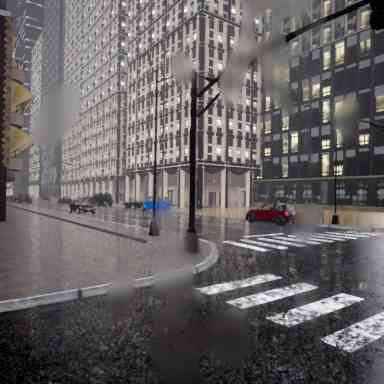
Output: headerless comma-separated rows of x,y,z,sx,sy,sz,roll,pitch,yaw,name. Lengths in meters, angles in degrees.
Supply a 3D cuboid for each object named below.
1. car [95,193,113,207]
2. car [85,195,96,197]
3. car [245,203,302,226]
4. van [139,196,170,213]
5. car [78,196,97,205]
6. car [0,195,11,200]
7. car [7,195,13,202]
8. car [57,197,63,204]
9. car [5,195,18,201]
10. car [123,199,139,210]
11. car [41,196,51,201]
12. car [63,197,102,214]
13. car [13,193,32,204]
-14.490,1.256,53.140,2.150,2.045,5.566,1,-1,-35,car
-17.302,1.514,51.886,2.033,1.411,5.357,1,-1,-35,car
5.742,1.505,23.926,1.967,1.590,4.097,1,-1,-35,car
-4.068,1.382,37.743,1.690,1.788,3.998,1,-1,-35,van
-18.499,1.526,58.843,1.837,1.490,4.892,1,-1,-35,car
-46.784,1.366,83.413,1.752,1.417,4.829,1,-1,-35,car
-37.068,1.397,69.733,1.947,1.339,4.313,1,-1,-35,car
-22.599,1.523,59.346,1.994,1.385,4.181,1,-1,-35,car
-40.338,1.378,74.338,2.008,1.369,4.403,1,-1,-35,car
-7.342,1.585,42.347,2.008,1.369,4.403,1,-1,-35,car
-36.779,1.571,83.794,1.802,1.307,4.206,1,-1,-35,car
-10.904,1.427,32.890,2.008,1.369,4.403,1,-1,-35,car
-30.523,1.155,60.525,2.192,1.841,5.009,1,-1,-35,car
